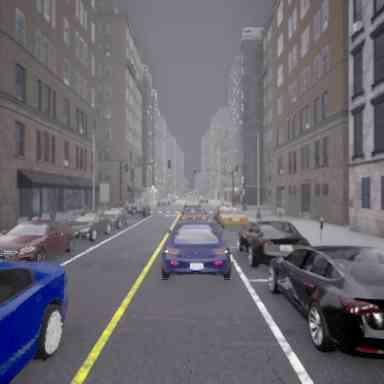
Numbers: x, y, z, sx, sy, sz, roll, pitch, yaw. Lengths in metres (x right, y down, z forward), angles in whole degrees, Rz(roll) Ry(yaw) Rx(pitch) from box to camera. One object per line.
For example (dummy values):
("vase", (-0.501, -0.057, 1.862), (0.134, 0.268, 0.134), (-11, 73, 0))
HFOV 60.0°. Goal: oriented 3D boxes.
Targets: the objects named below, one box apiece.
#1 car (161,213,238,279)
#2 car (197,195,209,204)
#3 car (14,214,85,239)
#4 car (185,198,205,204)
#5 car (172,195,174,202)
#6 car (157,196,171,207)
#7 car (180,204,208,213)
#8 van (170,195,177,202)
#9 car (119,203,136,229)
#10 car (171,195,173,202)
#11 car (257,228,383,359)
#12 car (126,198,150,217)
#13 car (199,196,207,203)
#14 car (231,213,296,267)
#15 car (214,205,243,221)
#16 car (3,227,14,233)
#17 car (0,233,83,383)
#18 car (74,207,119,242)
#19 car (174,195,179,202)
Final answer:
("car", (0.115, 1.585, 10.123), (1.812, 1.442, 4.674), (0, 0, 0))
("car", (2.771, 1.841, 75.935), (1.967, 1.590, 4.097), (0, 0, 0))
("car", (-5.373, 1.649, 11.480), (1.802, 1.307, 4.206), (0, 0, 0))
("car", (0.059, 1.663, 33.715), (1.882, 1.535, 5.008), (0, 0, 0))
("car", (-5.264, 1.898, 70.332), (1.752, 1.417, 4.829), (0, 0, 0))
("car", (-5.284, 1.870, 59.594), (2.008, 1.369, 4.403), (0, 0, 0))
("car", (0.129, 1.729, 22.786), (1.895, 1.301, 4.718), (0, 0, 0))
("van", (-5.223, 1.819, 92.319), (1.690, 1.788, 3.998), (0, 0, 0))
("car", (-5.352, 1.676, 22.306), (2.008, 1.369, 4.403), (0, 0, 0))
("car", (-5.274, 1.892, 65.049), (1.887, 1.381, 4.507), (0, 0, 0))
("car", (2.642, 1.602, 6.044), (1.947, 1.339, 4.313), (0, 0, 0))
("car", (-5.333, 1.497, 33.132), (2.192, 1.841, 5.009), (0, 0, 0))
("car", (2.792, 1.892, 86.844), (1.967, 1.590, 4.097), (0, 0, 0))
("car", (2.653, 1.633, 11.456), (1.947, 1.339, 4.313), (0, 0, 0))
("car", (2.673, 1.652, 22.452), (1.752, 1.417, 4.829), (0, 0, 0))
("car", (-5.383, 1.561, 5.898), (1.752, 1.417, 4.829), (0, 0, 0))
("car", (-2.849, 1.497, 3.167), (1.882, 1.535, 5.008), (0, 0, 0))
("car", (-5.362, 1.648, 16.893), (2.008, 1.369, 4.403), (0, 0, 0))
("car", (-5.234, 2.018, 86.864), (1.947, 1.339, 4.313), (0, 0, 0))
